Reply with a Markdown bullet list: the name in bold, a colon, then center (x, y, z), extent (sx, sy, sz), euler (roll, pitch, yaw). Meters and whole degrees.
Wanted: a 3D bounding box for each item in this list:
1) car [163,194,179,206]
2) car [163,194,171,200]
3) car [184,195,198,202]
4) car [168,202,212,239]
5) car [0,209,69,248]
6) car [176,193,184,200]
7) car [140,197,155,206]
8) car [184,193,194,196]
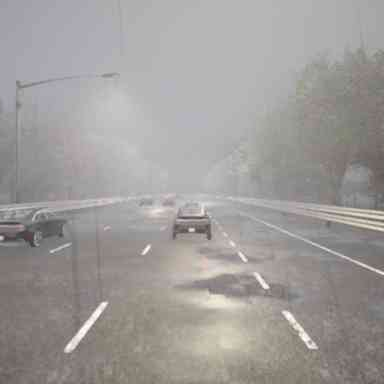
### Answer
- **car**: center (-3.526, 1.509, 52.292), extent (2.033, 1.411, 5.357), euler (0, 0, 0)
- **car**: center (-7.043, 1.318, 94.075), extent (2.097, 1.767, 4.553), euler (0, 0, 0)
- **car**: center (-0.025, 1.563, 52.273), extent (1.895, 1.301, 4.718), euler (0, 0, 0)
- **car**: center (-0.007, 1.477, 17.163), extent (2.128, 1.511, 4.902), euler (0, 0, 0)
- **car**: center (-7.008, 1.479, 14.582), extent (2.128, 1.511, 4.902), euler (0, 0, 0)
- **car**: center (-3.542, 1.187, 90.132), extent (2.150, 2.045, 5.566), euler (0, 0, 0)
- **car**: center (-7.025, 1.453, 52.378), extent (2.128, 1.511, 4.902), euler (0, 0, 0)
- **car**: center (-0.033, 1.313, 71.936), extent (2.097, 1.767, 4.553), euler (0, 0, 0)
